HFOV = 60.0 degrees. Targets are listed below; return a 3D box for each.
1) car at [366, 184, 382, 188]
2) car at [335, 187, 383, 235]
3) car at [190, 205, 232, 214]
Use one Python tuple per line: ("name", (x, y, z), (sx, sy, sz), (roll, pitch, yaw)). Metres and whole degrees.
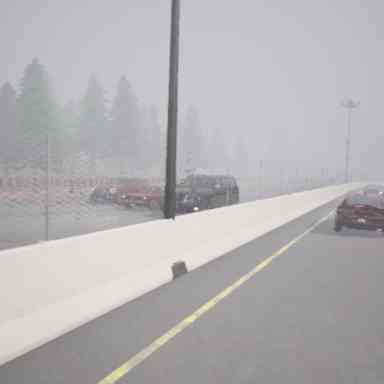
("car", (17.697, -0.011, 32.485), (1.812, 1.442, 4.674), (4, 4, 29))
("car", (7.372, 0.780, 14.214), (1.882, 1.535, 5.008), (4, 4, 29))
("car", (0.646, 0.140, 16.887), (2.150, 2.045, 5.566), (4, 4, 29))
